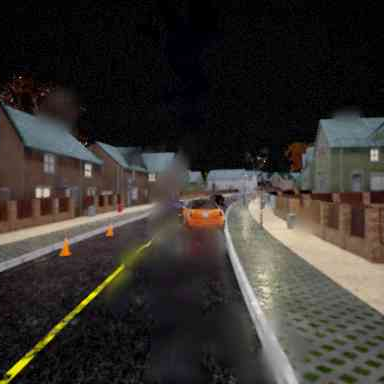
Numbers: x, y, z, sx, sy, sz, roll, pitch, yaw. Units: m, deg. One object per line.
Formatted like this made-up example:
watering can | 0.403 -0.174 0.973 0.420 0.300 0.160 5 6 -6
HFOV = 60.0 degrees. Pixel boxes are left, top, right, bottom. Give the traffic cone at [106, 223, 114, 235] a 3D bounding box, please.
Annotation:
traffic cone | -4.080 1.833 16.616 0.340 0.580 0.340 0 1 4

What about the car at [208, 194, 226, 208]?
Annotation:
car | 3.177 1.080 41.635 1.812 1.442 4.674 0 1 10

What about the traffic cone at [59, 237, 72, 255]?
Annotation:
traffic cone | -4.400 1.876 11.576 0.340 0.580 0.340 0 0 3

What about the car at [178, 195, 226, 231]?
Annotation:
car | 0.526 1.205 19.411 2.097 1.767 4.553 -1 1 -5

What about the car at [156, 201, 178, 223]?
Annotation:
car | -1.303 1.350 23.848 2.033 1.411 5.357 0 1 3
